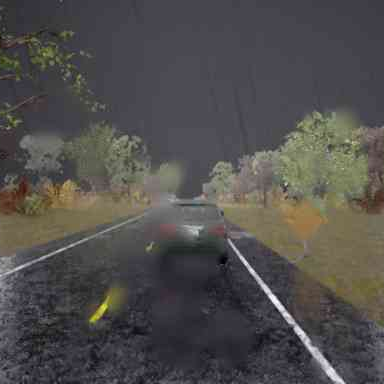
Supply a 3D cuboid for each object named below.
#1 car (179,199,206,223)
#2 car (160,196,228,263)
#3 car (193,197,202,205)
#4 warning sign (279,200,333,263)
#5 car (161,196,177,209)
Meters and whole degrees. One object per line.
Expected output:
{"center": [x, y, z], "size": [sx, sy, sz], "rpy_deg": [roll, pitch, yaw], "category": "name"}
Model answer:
{"center": [0.067, 1.531, 28.211], "size": [2.097, 1.767, 4.553], "rpy_deg": [0, -1, 0], "category": "car"}
{"center": [0.065, 1.299, 12.429], "size": [2.150, 2.045, 5.566], "rpy_deg": [0, 0, 0], "category": "car"}
{"center": [1.219, 1.926, 75.406], "size": [2.097, 1.767, 4.553], "rpy_deg": [0, -1, 0], "category": "car"}
{"center": [3.544, 1.178, 10.443], "size": [1.300, 1.860, 1.060], "rpy_deg": [0, -1, 0], "category": "warning sign"}
{"center": [-3.567, 1.594, 53.381], "size": [2.150, 2.045, 5.566], "rpy_deg": [0, -1, 0], "category": "car"}
